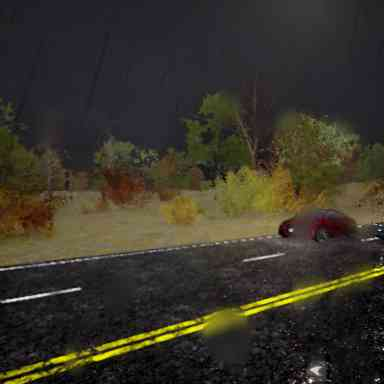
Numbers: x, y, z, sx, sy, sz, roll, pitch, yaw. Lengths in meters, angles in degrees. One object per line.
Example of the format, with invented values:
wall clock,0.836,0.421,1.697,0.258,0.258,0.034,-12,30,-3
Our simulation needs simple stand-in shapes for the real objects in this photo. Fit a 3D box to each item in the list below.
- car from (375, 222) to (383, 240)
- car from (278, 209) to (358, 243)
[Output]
car,10.466,1.483,15.080,5.357,1.411,2.033,0,0,-35
car,6.066,1.512,15.954,4.181,1.385,1.994,0,0,-35
